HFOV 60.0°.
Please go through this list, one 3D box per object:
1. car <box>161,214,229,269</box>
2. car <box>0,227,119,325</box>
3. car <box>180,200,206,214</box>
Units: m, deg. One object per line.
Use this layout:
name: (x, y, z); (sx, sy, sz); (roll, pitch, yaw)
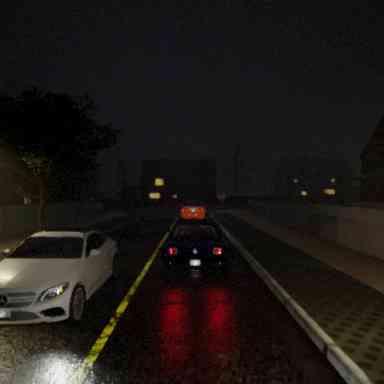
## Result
car: (0.093, 1.647, 11.276); (1.895, 1.301, 4.718); (0, 0, 0)
car: (-2.850, 1.554, 7.297); (1.812, 1.442, 4.674); (0, 0, 0)
car: (0.091, 1.489, 28.270); (2.097, 1.767, 4.553); (0, 0, 0)
